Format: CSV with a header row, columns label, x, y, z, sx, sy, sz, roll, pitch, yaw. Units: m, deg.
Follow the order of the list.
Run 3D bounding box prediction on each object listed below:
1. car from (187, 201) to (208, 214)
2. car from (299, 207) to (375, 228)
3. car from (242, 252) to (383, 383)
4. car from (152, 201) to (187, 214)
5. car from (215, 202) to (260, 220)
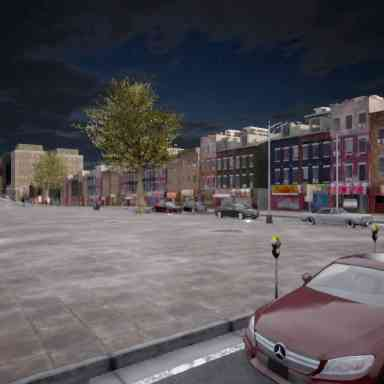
label,x,y,z,sx,sy,sz,roll,pitch,yaw
car,0.001,1.919,41.835,2.128,1.511,4.902,0,-1,-36
car,9.890,1.730,22.972,1.895,1.301,4.718,0,-1,-36
car,2.596,1.582,4.653,4.206,1.307,1.802,0,0,-35
car,-3.089,1.926,41.104,1.882,1.535,5.008,0,-1,-35
car,4.135,1.758,31.009,1.837,1.490,4.892,0,-1,-36
